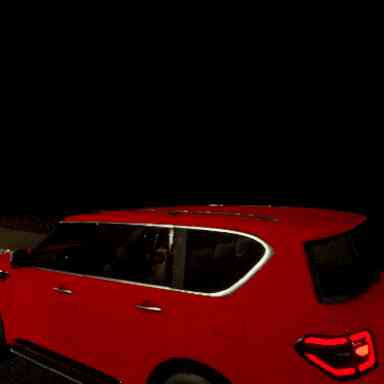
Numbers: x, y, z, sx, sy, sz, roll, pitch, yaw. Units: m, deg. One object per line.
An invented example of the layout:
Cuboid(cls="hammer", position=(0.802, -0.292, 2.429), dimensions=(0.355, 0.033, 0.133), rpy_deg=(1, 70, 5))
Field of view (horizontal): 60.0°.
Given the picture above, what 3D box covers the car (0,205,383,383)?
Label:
Cuboid(cls="car", position=(-0.617, 1.193, 4.139), dimensions=(5.566, 2.045, 2.150), rpy_deg=(-1, 0, 35))
